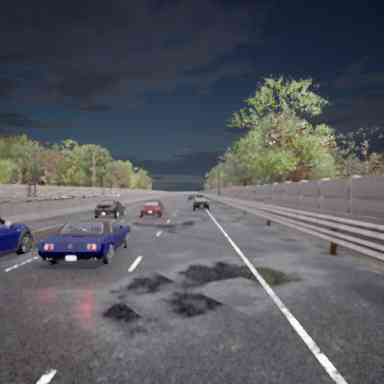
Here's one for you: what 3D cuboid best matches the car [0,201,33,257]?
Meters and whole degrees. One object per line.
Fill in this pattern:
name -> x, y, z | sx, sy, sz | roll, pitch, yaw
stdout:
car -> -6.902, 1.324, 10.381 | 2.097, 1.767, 4.553 | 0, 0, 0

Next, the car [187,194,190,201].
car -> -0.018, 1.255, 73.656 | 1.837, 1.490, 4.892 | 0, 0, 0

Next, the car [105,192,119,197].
car -> -17.518, 0.983, 73.385 | 2.150, 2.045, 5.566 | 0, 0, 0

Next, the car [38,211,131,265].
car -> -3.402, 1.570, 11.586 | 1.895, 1.301, 4.718 | 0, 0, 0

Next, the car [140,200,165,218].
car -> -3.420, 1.450, 29.377 | 1.812, 1.442, 4.674 | 0, 0, 0

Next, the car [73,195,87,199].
car -> -24.517, 1.288, 72.998 | 1.812, 1.442, 4.674 | 0, 0, 0

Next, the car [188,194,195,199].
car -> -0.022, 1.187, 89.403 | 1.837, 1.490, 4.892 | 0, 0, 0

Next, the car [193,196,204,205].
car -> 1.037, 1.389, 54.782 | 1.812, 1.442, 4.674 | 0, 0, 0

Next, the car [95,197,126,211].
car -> -6.907, 1.432, 28.370 | 1.837, 1.490, 4.892 | 0, 0, 0

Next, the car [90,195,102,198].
car -> -21.017, 1.353, 73.385 | 1.895, 1.301, 4.718 | 0, 0, 0

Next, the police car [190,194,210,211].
police car -> 1.041, 1.326, 38.891 | 1.930, 1.638, 5.238 | 0, 0, 0
